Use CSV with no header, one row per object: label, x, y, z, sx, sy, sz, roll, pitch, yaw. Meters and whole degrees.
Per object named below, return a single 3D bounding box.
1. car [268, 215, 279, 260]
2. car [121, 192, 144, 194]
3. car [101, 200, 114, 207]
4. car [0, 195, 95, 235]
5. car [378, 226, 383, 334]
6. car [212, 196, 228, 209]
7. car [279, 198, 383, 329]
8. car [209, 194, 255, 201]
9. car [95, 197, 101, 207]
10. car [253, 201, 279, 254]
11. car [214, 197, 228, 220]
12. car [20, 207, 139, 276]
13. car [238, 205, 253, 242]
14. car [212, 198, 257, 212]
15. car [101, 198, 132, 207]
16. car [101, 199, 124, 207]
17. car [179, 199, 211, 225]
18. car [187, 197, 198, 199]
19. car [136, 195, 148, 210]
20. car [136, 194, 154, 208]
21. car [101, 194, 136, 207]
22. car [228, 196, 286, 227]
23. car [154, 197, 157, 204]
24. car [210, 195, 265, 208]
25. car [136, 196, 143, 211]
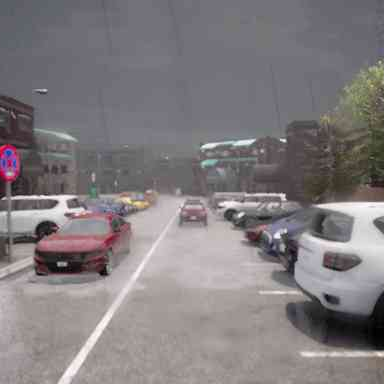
car,4.678,1.483,8.616,4.792,1.488,2.163,0,0,0
car,-7.654,1.221,41.700,4.553,1.767,2.185,0,0,0
car,-7.680,1.455,21.003,4.674,1.452,2.002,0,0,0
car,-7.710,1.181,15.251,5.566,2.045,2.435,0,0,0
car,4.619,1.345,3.028,4.553,1.767,2.185,0,0,0
car,4.653,1.386,30.965,4.892,1.521,2.231,0,0,0
car,4.677,1.211,5.823,5.566,2.045,2.435,0,0,0
car,4.652,1.360,39.343,4.892,1.521,2.231,0,0,0
car,-7.651,1.298,18.064,4.553,1.767,2.185,0,0,0
car,4.680,1.319,11.409,4.553,1.767,2.185,0,0,0
car,4.641,1.393,28.172,5.008,1.535,2.097,0,0,0
car,-3.100,1.445,10.438,1.882,1.535,5.008,0,0,0
car,4.618,1.466,14.205,4.792,1.488,2.163,0,0,0
car,4.648,1.408,36.553,4.674,1.452,2.002,0,0,0
car,-7.712,1.426,27.005,4.792,1.488,2.163,0,0,0
car,-7.680,1.446,24.066,4.674,1.452,2.002,0,0,0
car,0.098,1.455,23.021,1.812,1.442,4.674,0,0,0
car,0.095,1.362,40.847,2.128,1.511,4.902,0,0,0
car,-7.869,1.366,35.819,5.366,1.575,1.946,0,0,0
car,-7.499,1.358,38.758,5.366,1.575,1.946,0,0,0
car,-7.715,1.262,29.943,4.553,1.767,2.185,0,0,0
car,4.679,1.293,19.915,4.553,1.767,2.185,0,0,0
car,-7.690,1.316,44.530,5.008,1.535,2.097,0,1,0
car,4.640,1.377,33.883,4.892,1.521,2.231,0,0,0
car,-7.690,1.380,32.756,4.892,1.521,2.231,0,0,0
